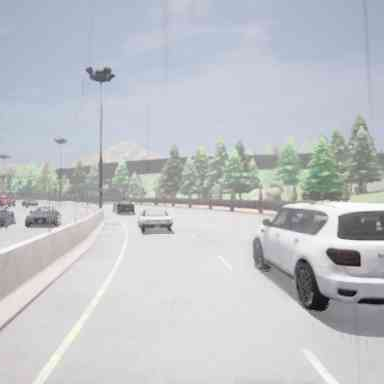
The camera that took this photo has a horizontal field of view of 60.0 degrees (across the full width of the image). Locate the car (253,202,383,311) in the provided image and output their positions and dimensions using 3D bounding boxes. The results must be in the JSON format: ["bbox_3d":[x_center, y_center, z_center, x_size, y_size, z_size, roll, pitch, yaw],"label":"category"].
[{"bbox_3d":[3.117,1.254,8.035,2.150,2.045,5.566,0,0,-4],"label":"car"}]

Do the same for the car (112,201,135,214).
[{"bbox_3d":[-7.988,1.736,38.649,1.882,1.535,5.008,0,0,-22],"label":"car"}]

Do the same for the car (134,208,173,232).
[{"bbox_3d":[-2.483,1.736,21.466,1.895,1.301,4.718,0,0,-12],"label":"car"}]
